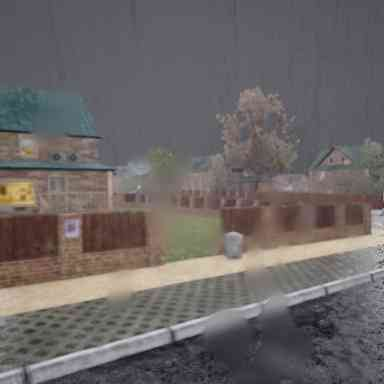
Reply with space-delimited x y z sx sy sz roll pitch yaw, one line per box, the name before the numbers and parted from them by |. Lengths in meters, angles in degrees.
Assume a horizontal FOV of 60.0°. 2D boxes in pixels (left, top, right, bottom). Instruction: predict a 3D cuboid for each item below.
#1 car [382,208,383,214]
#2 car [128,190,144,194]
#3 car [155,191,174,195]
car | 16.039 1.032 22.492 2.150 2.045 5.566 0 2 -31
car | -10.277 0.407 60.101 2.128 1.511 4.902 -2 2 -35
car | -4.605 0.591 51.975 2.128 1.511 4.902 -2 2 -35
